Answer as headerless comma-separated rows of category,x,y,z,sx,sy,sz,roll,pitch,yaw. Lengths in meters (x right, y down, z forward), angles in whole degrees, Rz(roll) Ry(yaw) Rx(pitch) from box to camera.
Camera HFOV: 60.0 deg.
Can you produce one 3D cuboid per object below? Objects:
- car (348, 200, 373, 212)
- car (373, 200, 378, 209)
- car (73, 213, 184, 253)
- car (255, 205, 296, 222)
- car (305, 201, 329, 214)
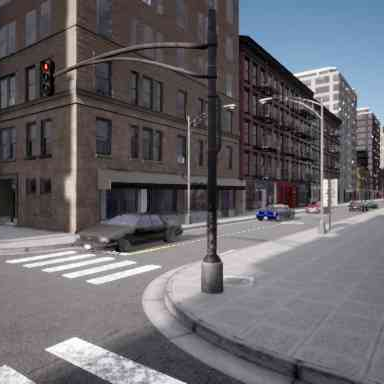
car,22.035,1.781,43.957,2.128,1.511,4.902,0,0,36
car,27.789,1.904,52.034,1.994,1.385,4.181,0,0,35
car,-2.420,1.620,14.407,2.033,1.411,5.357,0,0,32
car,7.095,1.772,28.065,1.895,1.301,4.718,0,0,35
car,14.689,1.769,38.680,1.812,1.442,4.674,0,0,36
